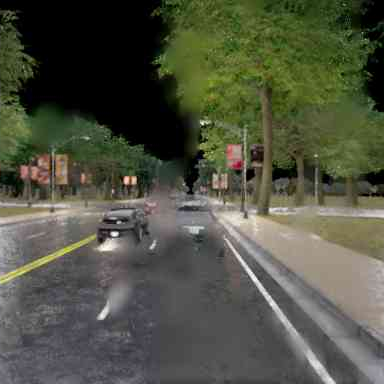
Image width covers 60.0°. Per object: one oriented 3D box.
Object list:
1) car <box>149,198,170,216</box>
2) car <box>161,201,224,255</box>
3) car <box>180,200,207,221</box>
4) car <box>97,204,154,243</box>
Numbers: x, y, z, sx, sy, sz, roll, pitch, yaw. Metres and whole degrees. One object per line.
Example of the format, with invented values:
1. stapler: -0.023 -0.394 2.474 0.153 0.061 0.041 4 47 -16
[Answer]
1. car: -3.186 1.550 30.016 1.812 1.442 4.674 0 0 -1
2. car: 0.092 1.361 13.403 2.097 1.767 4.553 0 0 0
3. car: 0.083 1.515 28.409 2.128 1.511 4.902 0 0 0
4. car: -3.159 1.513 16.039 1.837 1.490 4.892 0 -1 0
